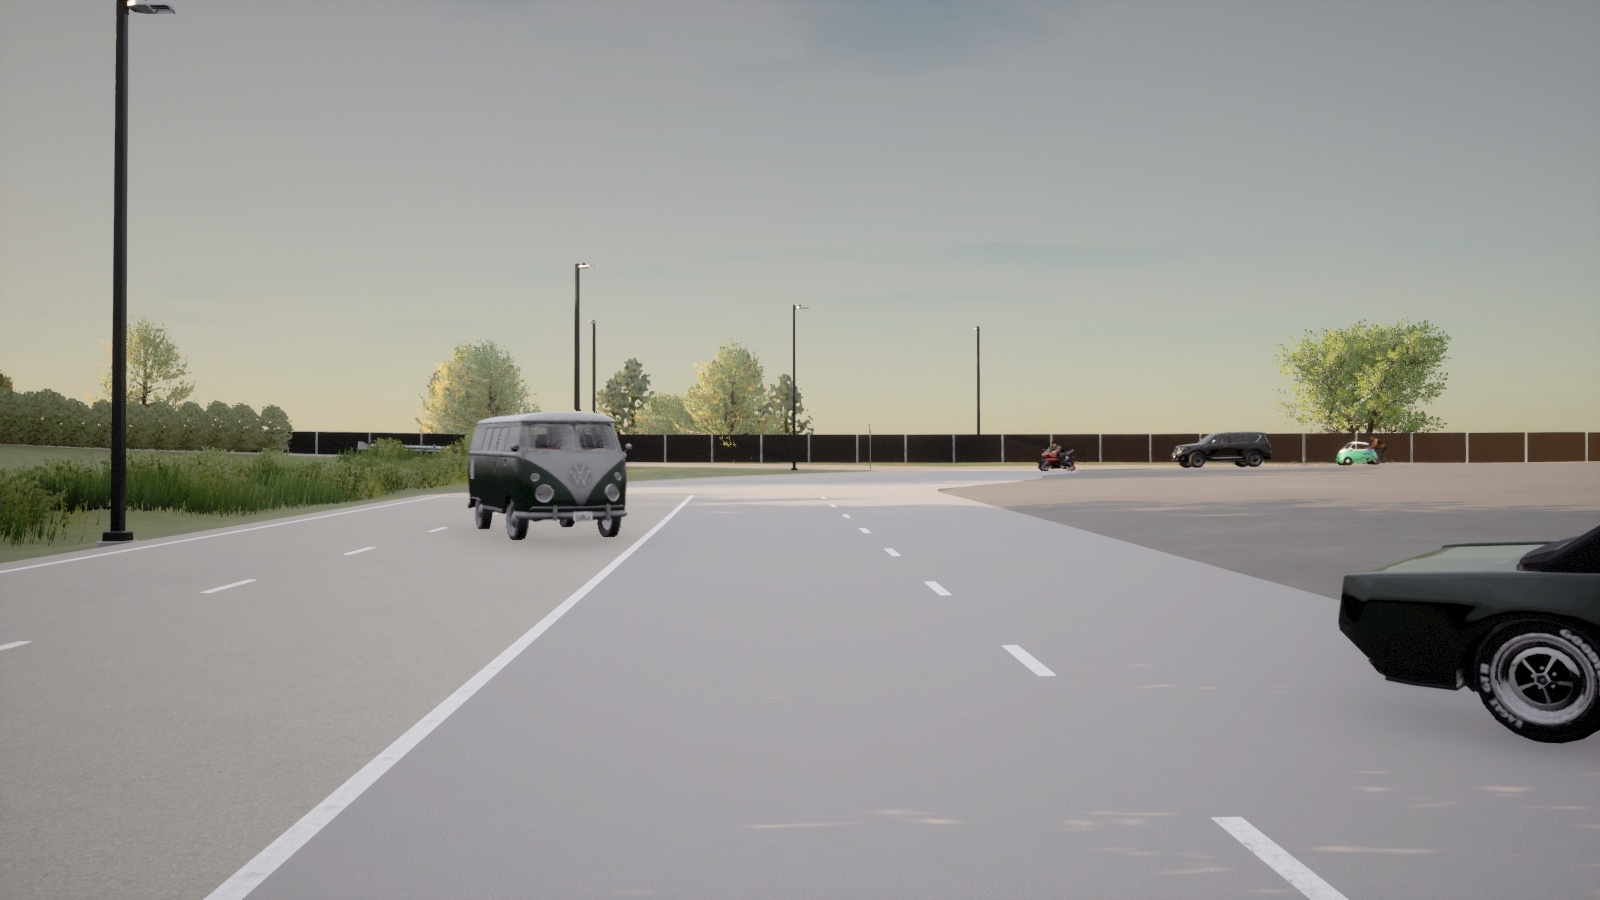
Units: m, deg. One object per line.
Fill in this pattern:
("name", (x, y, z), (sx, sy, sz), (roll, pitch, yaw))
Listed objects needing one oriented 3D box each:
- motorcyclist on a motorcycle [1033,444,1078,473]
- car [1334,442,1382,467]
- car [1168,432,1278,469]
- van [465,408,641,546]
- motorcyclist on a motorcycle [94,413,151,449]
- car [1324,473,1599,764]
("motorcyclist on a motorcycle", (13.618, 0.452, 66.947), (2.191, 1.530, 0.866), (0, 1, -20))
("car", (32.079, 0.266, 72.244), (2.207, 1.376, 1.481), (-1, -1, 10))
("car", (24.478, 0.029, 72.804), (5.566, 2.045, 2.150), (-1, -1, -1))
("van", (-4.163, 0.378, 20.548), (1.775, 1.987, 4.442), (0, 0, -26))
("motorcyclist on a motorcycle", (-33.109, -0.910, 61.420), (0.766, 1.649, 2.350), (0, -2, 32))
("car", (5.269, 0.805, 5.971), (4.718, 1.301, 1.895), (-1, 2, 44))
